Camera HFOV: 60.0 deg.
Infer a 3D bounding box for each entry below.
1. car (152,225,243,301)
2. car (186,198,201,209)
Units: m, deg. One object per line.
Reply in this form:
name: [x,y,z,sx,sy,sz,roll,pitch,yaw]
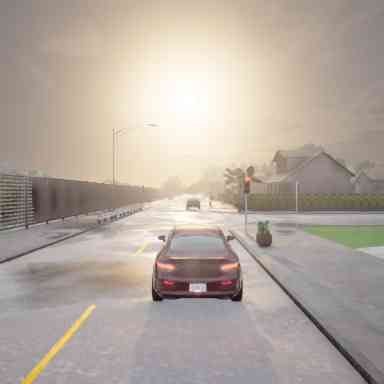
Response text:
car: [0.109,1.526,8.177,1.812,1.442,4.674,0,0,0]
car: [0.186,1.505,44.110,1.837,1.490,4.892,0,0,0]
